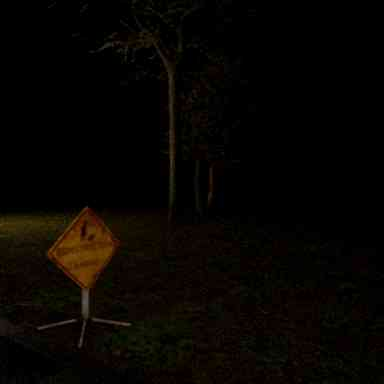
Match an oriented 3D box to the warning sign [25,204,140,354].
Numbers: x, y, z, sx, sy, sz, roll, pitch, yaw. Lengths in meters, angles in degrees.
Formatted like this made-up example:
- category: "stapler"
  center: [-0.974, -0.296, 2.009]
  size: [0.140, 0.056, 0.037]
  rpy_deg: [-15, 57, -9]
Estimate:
- category: "warning sign"
  center: [-1.637, 1.146, 5.103]
  size: [1.060, 1.860, 1.300]
  rpy_deg: [0, 0, 35]
